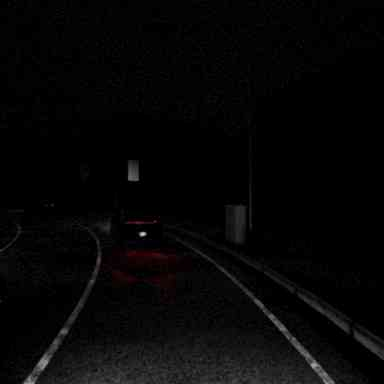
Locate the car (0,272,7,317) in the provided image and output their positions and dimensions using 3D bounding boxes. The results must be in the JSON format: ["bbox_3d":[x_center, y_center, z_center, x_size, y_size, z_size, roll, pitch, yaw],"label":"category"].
[{"bbox_3d":[-4.049,1.549,4.054,1.994,1.385,4.181,0,0,-6],"label":"car"}]

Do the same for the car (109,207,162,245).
[{"bbox_3d":[-2.694,1.421,15.360,2.128,1.511,4.902,0,0,-18],"label":"car"}]

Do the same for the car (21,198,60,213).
[{"bbox_3d":[-15.777,1.342,34.656,5.357,1.411,2.033,1,0,40],"label":"car"}]
